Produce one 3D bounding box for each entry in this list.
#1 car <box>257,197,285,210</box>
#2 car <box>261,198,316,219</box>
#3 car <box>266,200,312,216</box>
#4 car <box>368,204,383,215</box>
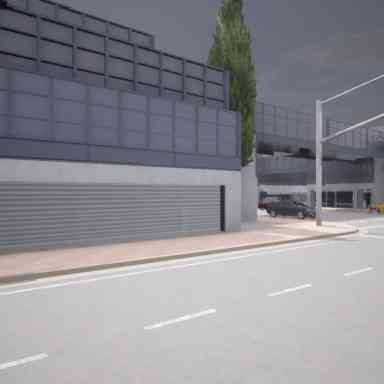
[{"bbox_3d":[9.408,1.352,40.055,2.097,1.767,4.553,0,0,-37],"label":"car"},{"bbox_3d":[8.723,1.505,28.929,1.837,1.490,4.892,0,0,-37],"label":"car"},{"bbox_3d":[9.691,1.564,33.481,1.994,1.385,4.181,0,0,-37],"label":"car"},{"bbox_3d":[19.752,1.477,32.110,1.882,1.535,5.008,0,0,-37],"label":"car"}]
